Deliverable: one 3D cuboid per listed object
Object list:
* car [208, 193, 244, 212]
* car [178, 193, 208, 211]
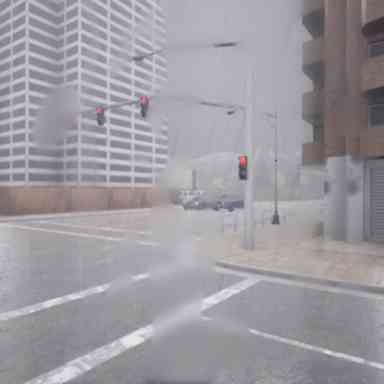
[{"bbox_3d":[4.450,1.149,37.647,2.150,2.045,5.566,0,1,36],"label":"car"},{"bbox_3d":[0.943,1.271,38.750,2.097,1.767,4.553,0,0,36],"label":"car"}]
